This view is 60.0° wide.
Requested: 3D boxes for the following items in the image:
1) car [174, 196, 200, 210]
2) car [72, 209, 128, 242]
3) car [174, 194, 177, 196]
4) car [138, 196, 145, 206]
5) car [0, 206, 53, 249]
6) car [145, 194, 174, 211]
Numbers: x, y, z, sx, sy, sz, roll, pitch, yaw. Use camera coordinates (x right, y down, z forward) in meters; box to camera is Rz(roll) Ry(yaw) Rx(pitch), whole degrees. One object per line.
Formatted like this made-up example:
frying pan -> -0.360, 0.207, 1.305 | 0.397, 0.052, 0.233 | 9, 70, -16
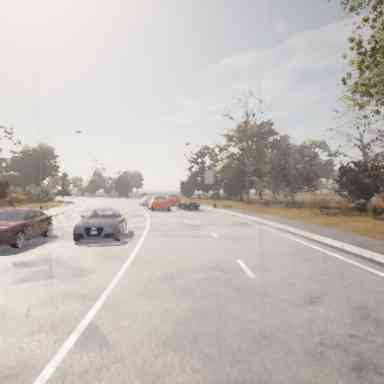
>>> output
car -> -0.503, 1.423, 39.290 | 1.895, 1.301, 4.718 | 0, 0, -14
car -> -4.233, 1.494, 15.839 | 1.994, 1.385, 4.181 | 0, 0, -4
car -> -3.203, 1.128, 49.563 | 2.097, 1.767, 4.553 | 0, 0, -18
car -> -6.556, 1.305, 48.552 | 1.812, 1.442, 4.674 | 0, 0, -18
car -> -7.636, 1.418, 14.365 | 1.882, 1.535, 5.008 | 0, 0, -4
car -> -3.853, 1.178, 38.222 | 2.097, 1.767, 4.553 | 0, 0, -14
